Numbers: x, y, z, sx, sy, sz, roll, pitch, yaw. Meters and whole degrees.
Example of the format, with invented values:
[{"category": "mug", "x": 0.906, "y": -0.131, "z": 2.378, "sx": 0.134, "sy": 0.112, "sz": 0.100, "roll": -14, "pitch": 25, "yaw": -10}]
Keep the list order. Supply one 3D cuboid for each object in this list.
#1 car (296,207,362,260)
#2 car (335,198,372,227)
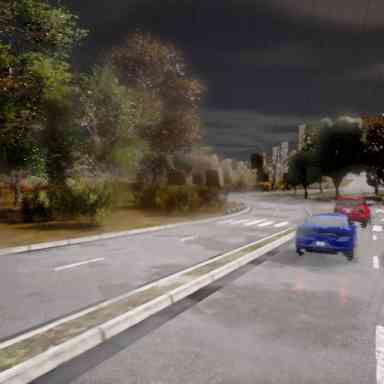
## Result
[{"category": "car", "x": 5.490, "y": 1.582, "z": 13.238, "sx": 1.882, "sy": 1.535, "sz": 5.008, "roll": 0, "pitch": 0, "yaw": 29}, {"category": "car", "x": 12.062, "y": 1.430, "z": 24.946, "sx": 2.150, "sy": 2.045, "sz": 5.566, "roll": 0, "pitch": 0, "yaw": 32}]
